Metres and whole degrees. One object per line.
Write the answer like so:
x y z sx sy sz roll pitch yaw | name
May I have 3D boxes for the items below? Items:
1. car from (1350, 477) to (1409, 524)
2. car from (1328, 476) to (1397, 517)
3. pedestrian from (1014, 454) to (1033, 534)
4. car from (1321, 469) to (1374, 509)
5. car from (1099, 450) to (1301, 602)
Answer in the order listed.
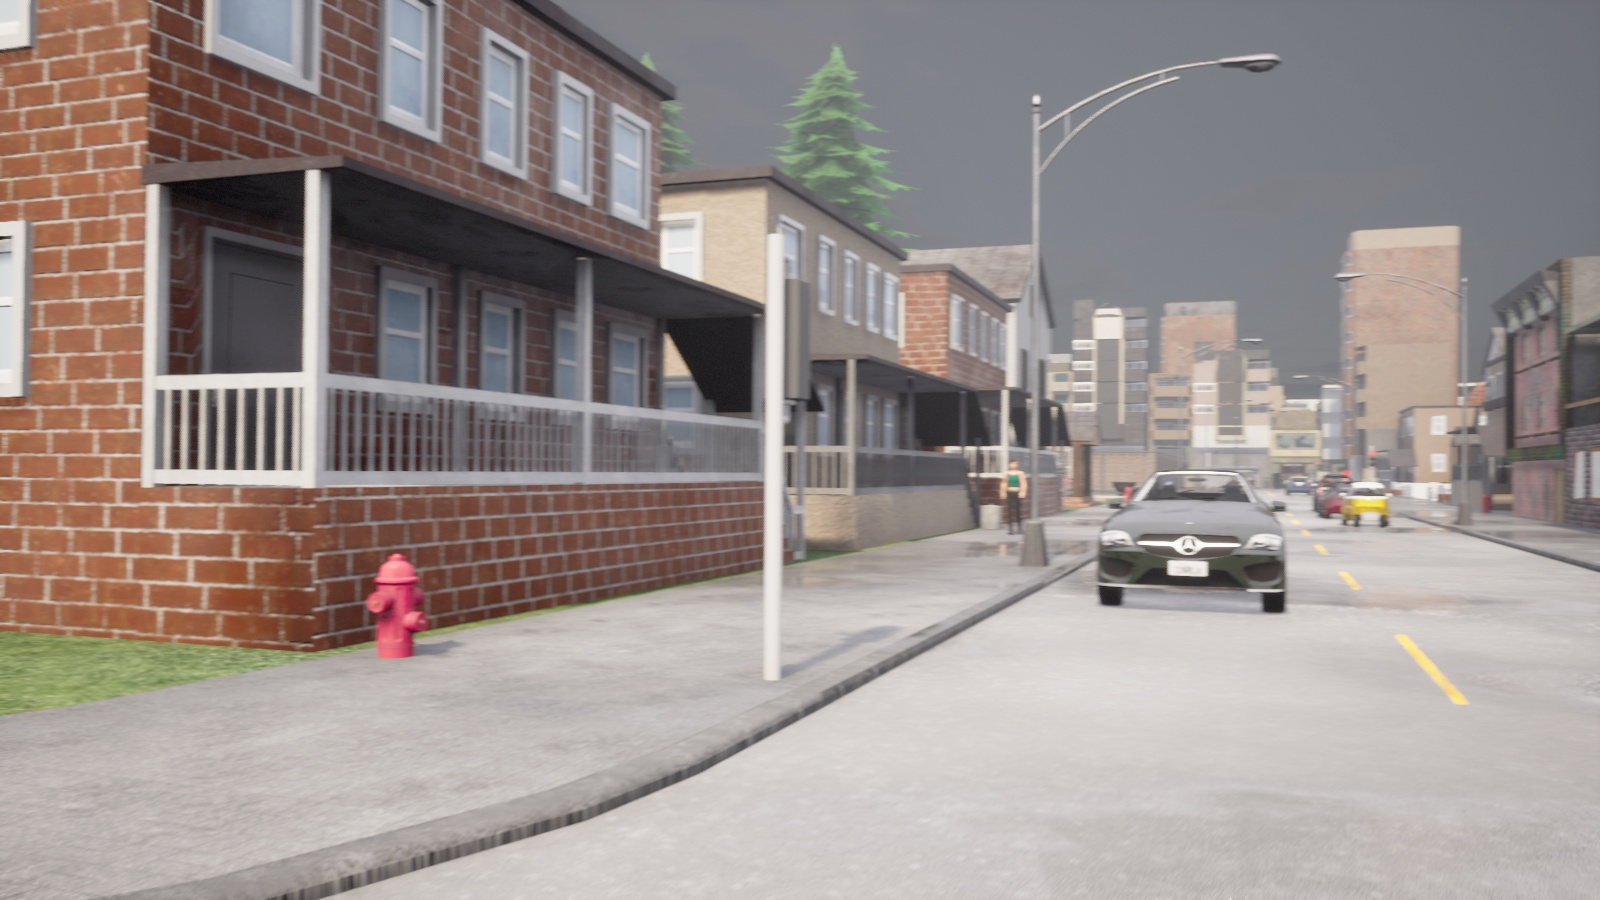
17.854 1.536 38.745 1.481 1.376 2.207 0 -1 20 | car
20.622 1.674 46.206 1.994 1.385 4.181 0 -1 20 | car
5.242 1.027 29.466 0.345 1.836 0.594 0 -1 20 | pedestrian
23.490 1.641 53.970 1.851 1.617 3.988 0 -1 20 | car
5.316 0.875 16.403 2.152 1.651 5.027 0 -1 20 | car
